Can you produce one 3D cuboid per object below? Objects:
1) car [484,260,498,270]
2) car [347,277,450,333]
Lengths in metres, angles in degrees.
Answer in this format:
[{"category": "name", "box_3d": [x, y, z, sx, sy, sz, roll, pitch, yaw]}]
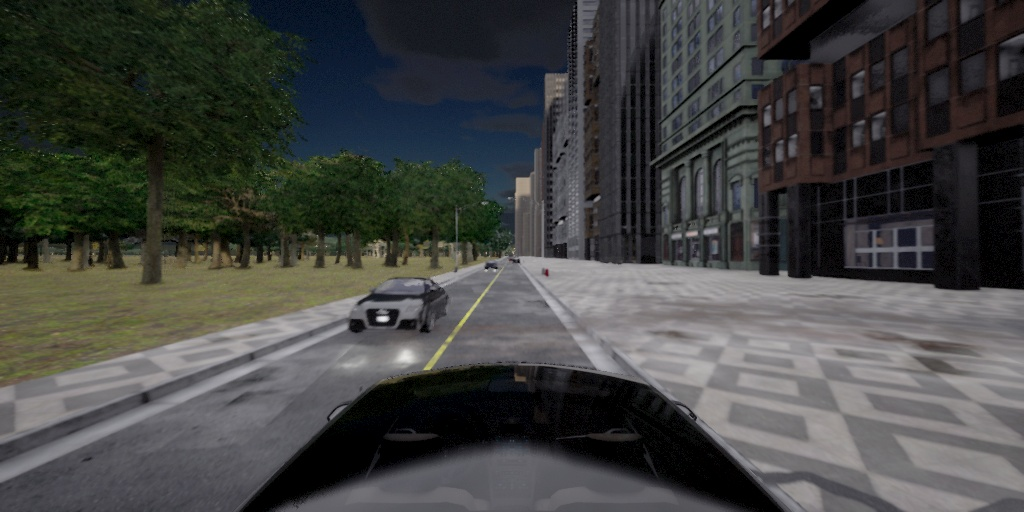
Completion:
[{"category": "car", "box_3d": [-3.045, 1.297, 53.103, 2.033, 1.411, 5.357, 0, 0, 1]}, {"category": "car", "box_3d": [-3.098, 1.318, 10.576, 1.994, 1.385, 4.181, 0, 0, 0]}]
